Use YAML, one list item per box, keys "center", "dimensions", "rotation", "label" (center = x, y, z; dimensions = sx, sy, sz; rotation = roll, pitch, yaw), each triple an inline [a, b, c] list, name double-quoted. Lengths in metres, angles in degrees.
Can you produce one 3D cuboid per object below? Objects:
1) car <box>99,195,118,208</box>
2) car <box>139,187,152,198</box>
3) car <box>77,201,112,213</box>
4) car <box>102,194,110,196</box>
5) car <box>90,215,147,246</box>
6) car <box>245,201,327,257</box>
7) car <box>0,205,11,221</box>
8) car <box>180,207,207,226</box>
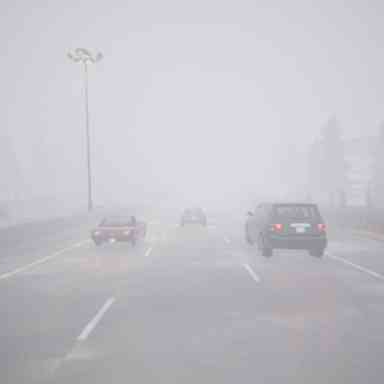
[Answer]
- center: [-13.993, 1.823, 56.864]
  dimensions: [1.837, 1.490, 4.892]
  rotation: [0, 2, 1]
  label: "car"
- center: [-10.447, 0.163, 75.218]
  dimensions: [2.150, 2.045, 5.566]
  rotation: [0, 6, 0]
  label: "car"
- center: [-10.550, 1.963, 35.546]
  dimensions: [2.033, 1.411, 5.357]
  rotation: [0, -1, 0]
  label: "car"
- center: [-17.454, 1.173, 67.829]
  dimensions: [1.812, 1.442, 4.674]
  rotation: [0, 4, 0]
  label: "car"
- center: [-3.388, 1.792, 16.367]
  dimensions: [1.895, 1.301, 4.718]
  rotation: [0, -1, 0]
  label: "car"
- center: [3.610, 1.382, 13.723]
  dimensions: [2.150, 2.045, 5.566]
  rotation: [0, -1, 0]
  label: "car"
- center: [-17.555, 1.828, 28.523]
  dimensions: [2.128, 1.511, 4.902]
  rotation: [0, -1, 0]
  label: "car"
- center: [0.118, 1.868, 26.106]
  dimensions: [1.994, 1.385, 4.181]
  rotation: [0, -1, 0]
  label: "car"
